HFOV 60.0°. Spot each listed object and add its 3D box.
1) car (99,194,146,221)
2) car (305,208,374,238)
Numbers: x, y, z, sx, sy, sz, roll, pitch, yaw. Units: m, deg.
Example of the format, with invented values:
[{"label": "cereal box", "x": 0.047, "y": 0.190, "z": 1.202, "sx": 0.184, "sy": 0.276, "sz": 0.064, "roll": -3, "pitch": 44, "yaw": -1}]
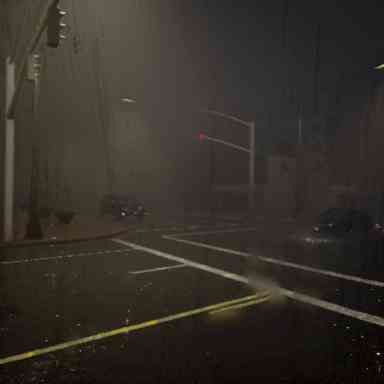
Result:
[{"label": "car", "x": -5.814, "y": 1.225, "z": 27.342, "sx": 2.150, "sy": 2.045, "sz": 5.566, "roll": 1, "pitch": 0, "yaw": -35}, {"label": "car", "x": 8.248, "y": 1.620, "z": 18.340, "sx": 4.674, "sy": 1.442, "sz": 1.812, "roll": 0, "pitch": 0, "yaw": -35}]
